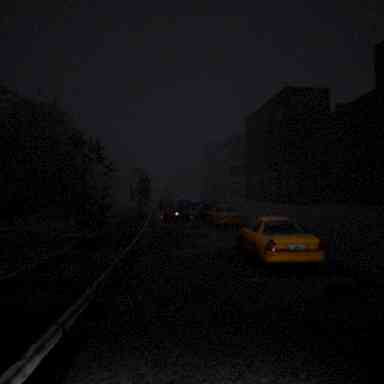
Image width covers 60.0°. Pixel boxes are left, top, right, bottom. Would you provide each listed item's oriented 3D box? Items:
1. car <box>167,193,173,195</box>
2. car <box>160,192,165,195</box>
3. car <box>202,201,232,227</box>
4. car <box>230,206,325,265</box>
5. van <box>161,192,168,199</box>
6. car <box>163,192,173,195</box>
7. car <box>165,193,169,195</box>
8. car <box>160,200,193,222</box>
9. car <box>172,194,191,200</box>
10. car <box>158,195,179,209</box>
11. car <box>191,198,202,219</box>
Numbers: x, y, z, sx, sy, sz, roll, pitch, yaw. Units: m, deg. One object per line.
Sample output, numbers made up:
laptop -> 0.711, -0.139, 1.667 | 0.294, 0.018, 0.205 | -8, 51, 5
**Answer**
car -> -2.969, 1.448, 61.062 | 2.163, 1.488, 4.792 | 0, 0, -8
car -> -5.378, 1.097, 77.525 | 2.435, 2.045, 5.566 | 0, 0, -8
car -> 2.093, 1.482, 22.641 | 1.946, 1.575, 5.366 | 0, 0, -4
car -> 2.792, 1.481, 11.645 | 1.946, 1.575, 5.366 | 0, 0, -2
van -> -7.802, 1.027, 94.076 | 1.878, 1.987, 4.442 | 0, 0, -8
car -> -4.576, 1.405, 72.039 | 2.163, 1.488, 4.792 | 0, 0, -8
car -> -3.767, 1.438, 66.520 | 2.002, 1.452, 4.674 | 0, 0, -8
car -> -1.282, 1.563, 26.240 | 1.994, 1.385, 4.181 | 0, 0, -5
car -> -1.356, 1.452, 50.051 | 2.231, 1.521, 4.892 | 0, 0, -8
car -> -3.312, 1.469, 42.853 | 2.128, 1.511, 4.902 | 0, 0, -8
car -> 1.439, 1.513, 29.652 | 2.163, 1.488, 4.792 | 0, 0, -5
